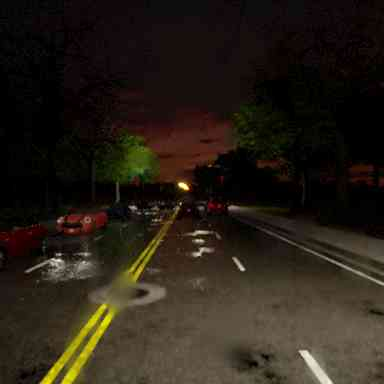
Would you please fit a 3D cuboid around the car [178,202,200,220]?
[{"bbox_3d":[-0.306,1.732,32.761,2.097,1.767,4.553,0,-1,0],"label":"car"}]

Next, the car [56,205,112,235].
[{"bbox_3d":[-6.806,1.631,20.998,2.097,1.767,4.553,0,-1,-1],"label":"car"}]

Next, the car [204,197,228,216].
[{"bbox_3d":[2.930,1.654,38.689,2.150,2.045,5.566,0,-1,-1],"label":"car"}]

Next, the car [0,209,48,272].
[{"bbox_3d":[-6.698,1.518,11.212,2.097,1.767,4.553,0,-1,0],"label":"car"}]

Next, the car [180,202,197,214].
[{"bbox_3d":[-0.463,2.063,44.210,2.033,1.411,5.357,0,-1,0],"label":"car"}]

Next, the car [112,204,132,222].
[{"bbox_3d":[-6.878,1.874,31.102,1.882,1.535,5.008,0,-1,0],"label":"car"}]

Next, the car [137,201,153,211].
[{"bbox_3d":[-7.050,2.087,49.820,1.994,1.385,4.181,0,-1,-1],"label":"car"}]

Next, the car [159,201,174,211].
[{"bbox_3d":[-3.800,2.070,49.858,1.994,1.385,4.181,0,-1,-1],"label":"car"}]

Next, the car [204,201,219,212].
[{"bbox_3d":[2.806,2.123,49.393,1.994,1.385,4.181,0,-1,-1],"label":"car"}]
